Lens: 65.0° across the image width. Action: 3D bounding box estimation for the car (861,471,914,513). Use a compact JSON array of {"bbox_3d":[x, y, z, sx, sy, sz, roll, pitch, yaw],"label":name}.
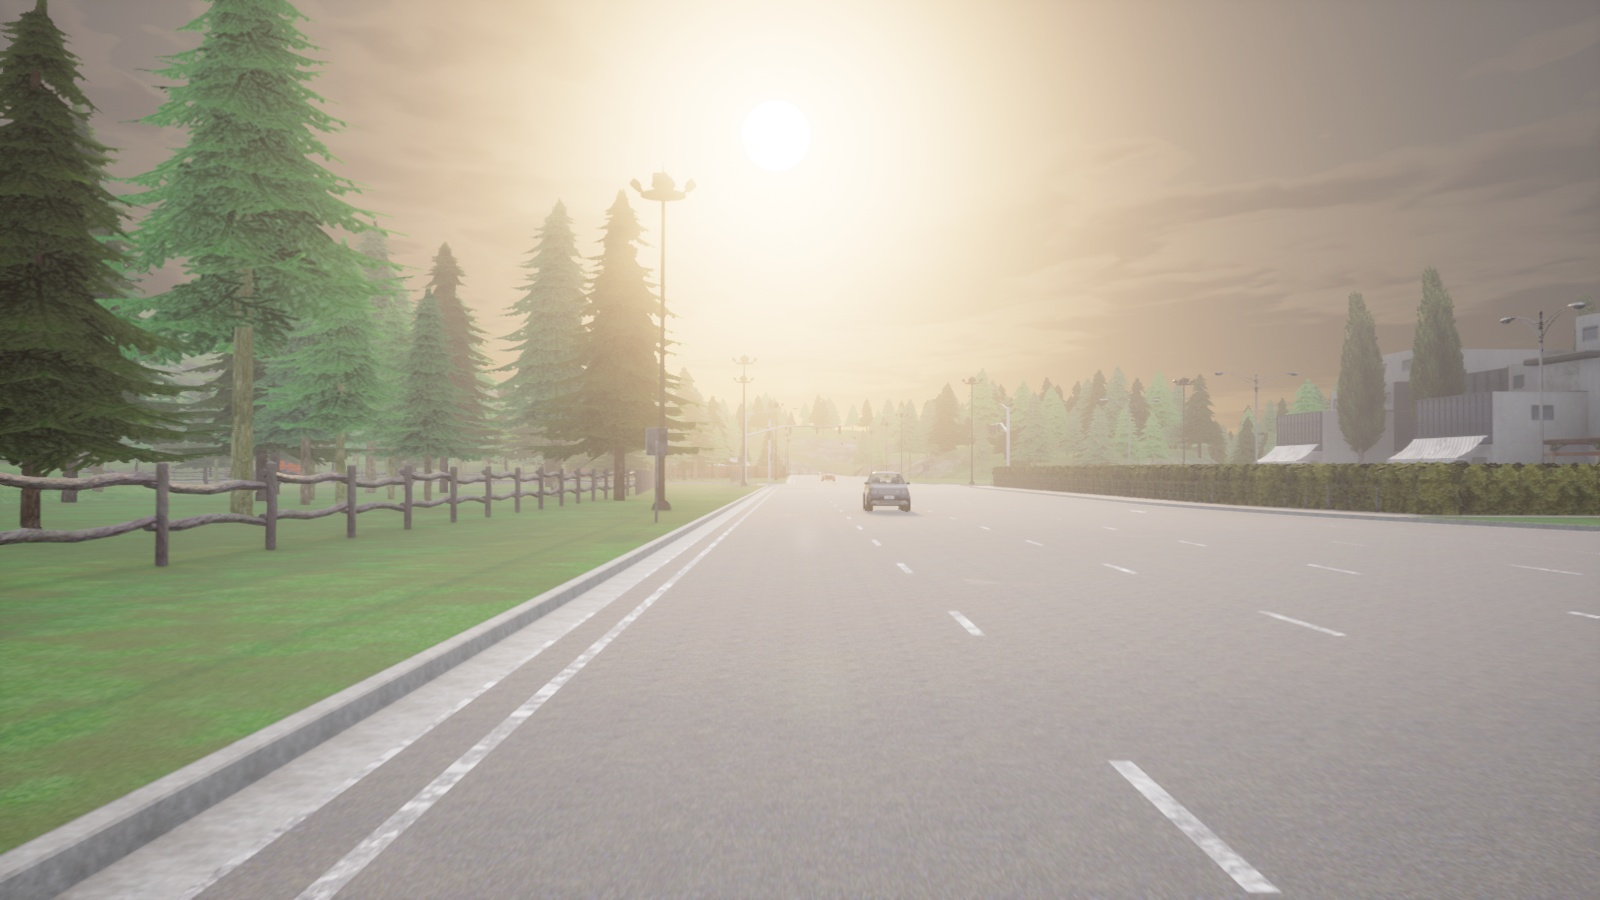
[{"bbox_3d":[3.386,1.599,48.950,1.789,1.549,3.705,0,-1,0],"label":"car"}]
